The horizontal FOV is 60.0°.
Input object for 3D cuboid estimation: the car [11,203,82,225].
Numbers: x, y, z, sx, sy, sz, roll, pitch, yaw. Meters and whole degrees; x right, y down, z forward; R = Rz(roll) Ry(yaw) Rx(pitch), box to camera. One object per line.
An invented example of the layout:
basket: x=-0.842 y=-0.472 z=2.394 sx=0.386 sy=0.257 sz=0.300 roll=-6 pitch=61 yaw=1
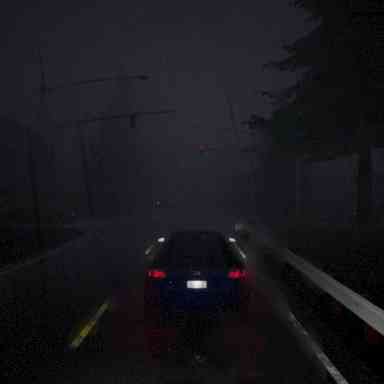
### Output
car: x=-10.122 y=1.510 z=23.298 sx=4.674 sy=1.442 sz=1.812 roll=0 pitch=0 yaw=1

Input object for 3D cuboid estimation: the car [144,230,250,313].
car: x=0.111 y=1.564 z=7.745 sx=1.994 sy=1.385 sz=4.181 roll=0 pitch=0 yaw=1

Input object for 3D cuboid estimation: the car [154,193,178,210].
car: x=-3.309 y=1.352 z=42.244 sx=2.097 sy=1.767 sz=4.553 roll=0 pitch=0 yaw=1

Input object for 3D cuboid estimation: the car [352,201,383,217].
car: x=15.459 y=1.488 z=26.657 sx=4.892 sy=1.490 sz=1.837 roll=0 pitch=0 yaw=0

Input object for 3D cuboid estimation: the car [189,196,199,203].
car: x=0.444 y=1.525 z=66.310 sx=1.812 sy=1.442 sz=4.674 roll=0 pitch=0 yaw=0
